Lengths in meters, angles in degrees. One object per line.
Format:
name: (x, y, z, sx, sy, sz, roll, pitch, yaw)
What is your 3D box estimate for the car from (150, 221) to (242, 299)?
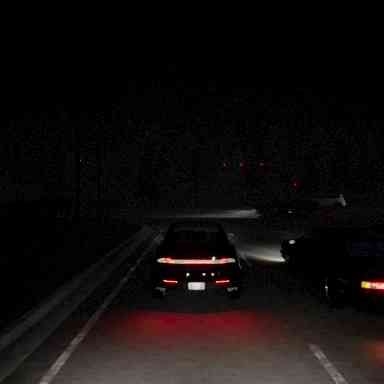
car: (0.099, 1.492, 8.457, 2.128, 1.511, 4.902, 0, 0, 0)

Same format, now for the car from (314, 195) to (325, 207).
car: (13.125, 1.491, 40.755, 4.902, 1.511, 2.128, 0, 0, 1)

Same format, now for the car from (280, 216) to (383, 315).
car: (3.597, 1.547, 7.831, 2.033, 1.411, 5.357, 0, 0, 0)

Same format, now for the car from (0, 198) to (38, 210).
car: (-20.442, 1.601, 37.565, 4.718, 1.301, 1.895, 0, 0, 1)

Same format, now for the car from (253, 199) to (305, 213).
car: (9.654, 1.547, 37.287, 5.357, 1.411, 2.033, 0, 0, 1)

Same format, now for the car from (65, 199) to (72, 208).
car: (-18.729, 1.477, 44.546, 5.008, 1.535, 1.882, 0, 0, 1)

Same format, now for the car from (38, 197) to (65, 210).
car: (-18.876, 1.477, 41.050, 5.008, 1.535, 1.882, 0, 0, 1)

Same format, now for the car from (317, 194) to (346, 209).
car: (17.410, 1.223, 44.216, 5.566, 2.045, 2.150, 0, 0, 1)

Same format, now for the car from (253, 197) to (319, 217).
car: (8.467, 1.492, 30.296, 4.902, 1.511, 2.128, 0, 0, 1)
